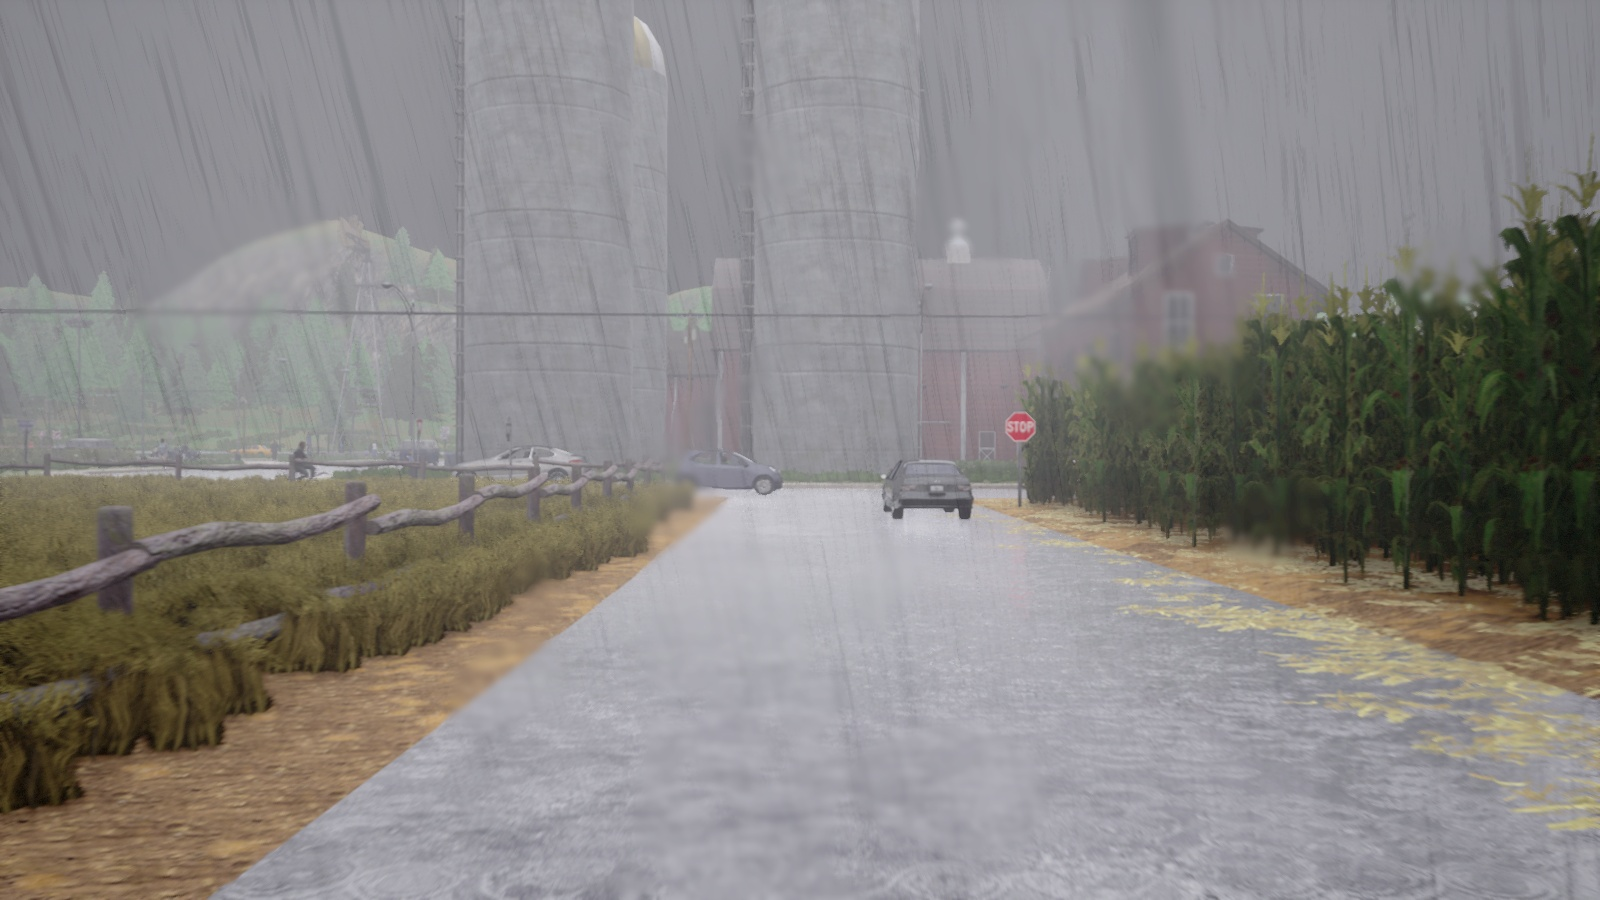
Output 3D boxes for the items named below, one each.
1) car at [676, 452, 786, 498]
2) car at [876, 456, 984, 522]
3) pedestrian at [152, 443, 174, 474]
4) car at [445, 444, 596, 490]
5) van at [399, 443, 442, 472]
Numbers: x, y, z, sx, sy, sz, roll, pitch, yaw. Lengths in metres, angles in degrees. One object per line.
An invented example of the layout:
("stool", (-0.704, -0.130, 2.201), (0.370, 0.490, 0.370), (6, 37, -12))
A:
("car", (-2.287, 0.817, 42.453), (3.633, 1.501, 1.845), (0, 0, 0))
("car", (3.029, 0.873, 30.387), (2.033, 1.411, 5.357), (0, 0, 0))
("pedestrian", (-38.180, 0.494, 75.316), (0.874, 1.855, 0.900), (0, 0, -2))
("car", (-10.138, 0.604, 45.882), (5.027, 1.651, 2.152), (0, 0, 1))
("van", (-26.582, 0.490, 88.100), (1.775, 1.987, 4.442), (0, 0, -1))
